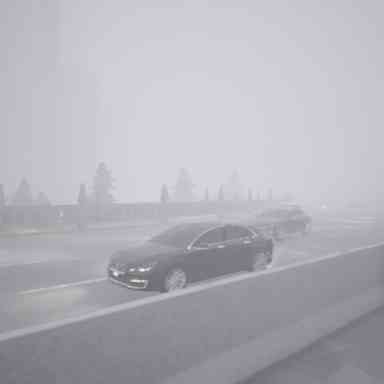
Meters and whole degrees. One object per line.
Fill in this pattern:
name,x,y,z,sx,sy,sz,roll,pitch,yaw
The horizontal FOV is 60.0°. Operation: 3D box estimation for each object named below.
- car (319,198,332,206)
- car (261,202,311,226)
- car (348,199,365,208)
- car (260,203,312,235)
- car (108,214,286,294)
car,25.544,1.960,63.827,2.128,1.511,4.902,0,-1,13
car,7.397,1.595,25.779,1.882,1.535,5.008,0,0,39
car,26.395,1.892,53.427,1.994,1.385,4.181,0,-1,19
car,4.626,1.575,17.556,1.837,1.490,4.892,0,0,44
car,0.200,1.541,8.829,4.892,1.490,1.837,0,0,-40
